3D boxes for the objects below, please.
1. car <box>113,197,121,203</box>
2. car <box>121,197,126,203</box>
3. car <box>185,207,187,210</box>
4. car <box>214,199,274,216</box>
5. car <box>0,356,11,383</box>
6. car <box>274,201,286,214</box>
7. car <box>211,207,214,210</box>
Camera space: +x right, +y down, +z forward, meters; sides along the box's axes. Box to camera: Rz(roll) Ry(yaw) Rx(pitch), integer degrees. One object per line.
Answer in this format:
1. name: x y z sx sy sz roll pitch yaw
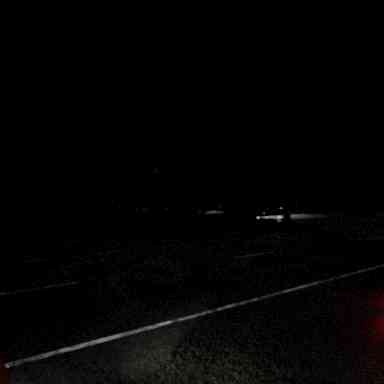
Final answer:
1. car: -14.417 1.589 68.174 1.895 1.301 4.718 0 0 -38
2. car: -7.718 1.218 48.431 2.150 2.045 5.566 0 0 -38
3. car: -1.182 1.473 40.273 1.882 1.535 5.008 0 0 -39
4. car: 4.954 1.542 32.627 2.033 1.411 5.357 0 0 -39
5. car: -3.493 1.471 1.250 5.008 1.535 1.882 0 0 -36
6. car: 7.772 1.497 34.709 1.837 1.490 4.892 0 0 -39
7. car: 1.883 1.485 42.049 2.128 1.511 4.902 0 0 -39
